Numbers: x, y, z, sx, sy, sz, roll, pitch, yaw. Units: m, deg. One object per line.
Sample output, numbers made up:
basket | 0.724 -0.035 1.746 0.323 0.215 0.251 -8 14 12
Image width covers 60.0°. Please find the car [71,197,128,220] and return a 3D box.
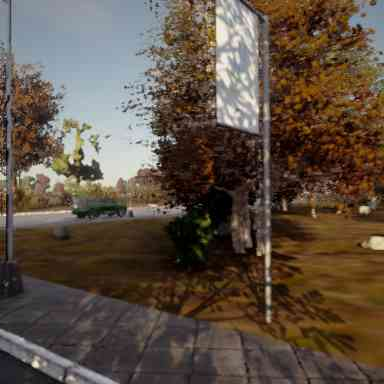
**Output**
car | -8.732 1.459 31.779 2.150 2.045 5.566 -1 0 39
